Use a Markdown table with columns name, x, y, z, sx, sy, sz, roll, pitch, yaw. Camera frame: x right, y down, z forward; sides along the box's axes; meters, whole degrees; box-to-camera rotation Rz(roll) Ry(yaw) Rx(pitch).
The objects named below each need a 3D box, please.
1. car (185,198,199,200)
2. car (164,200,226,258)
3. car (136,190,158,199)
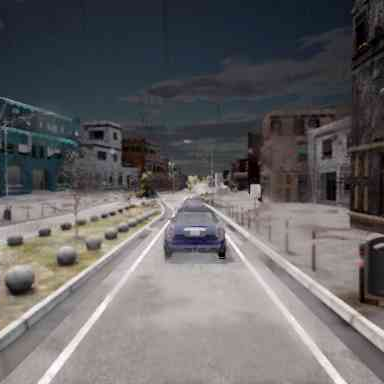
| name | x | y | z | sx | sy | sz | roll | pitch | yaw |
| --- | --- | --- | --- | --- | --- | --- | --- | --- | --- |
| car | -0.014 | 1.354 | 30.145 | 2.097 | 1.767 | 4.553 | 0 | 0 | -2 |
| car | 0.101 | 1.353 | 12.909 | 2.097 | 1.767 | 4.553 | 0 | 0 | 0 |
| car | -6.862 | 0.330 | 51.269 | 2.033 | 1.411 | 5.357 | 1 | 3 | 14 |
